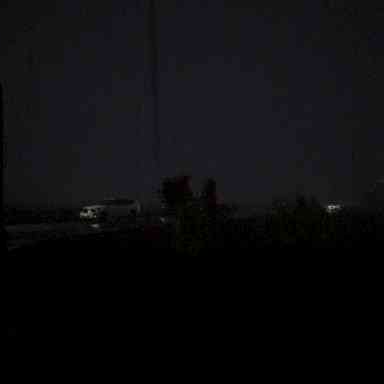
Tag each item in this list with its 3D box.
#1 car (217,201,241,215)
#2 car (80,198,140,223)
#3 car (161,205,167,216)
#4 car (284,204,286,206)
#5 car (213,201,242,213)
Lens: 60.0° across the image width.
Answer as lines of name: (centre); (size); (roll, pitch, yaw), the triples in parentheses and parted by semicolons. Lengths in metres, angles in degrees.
car: (2.839, 1.908, 36.259); (2.033, 1.411, 5.357); (-1, -1, 36)
car: (-6.982, 1.524, 28.996); (2.150, 2.045, 5.566); (-1, -1, 36)
car: (-1.020, 1.636, 37.277); (2.150, 2.045, 5.566); (-1, -1, 36)
car: (15.169, 2.101, 53.489); (1.837, 1.490, 4.892); (-1, -1, 36)
car: (4.922, 2.030, 45.496); (1.837, 1.490, 4.892); (-1, -1, 36)
